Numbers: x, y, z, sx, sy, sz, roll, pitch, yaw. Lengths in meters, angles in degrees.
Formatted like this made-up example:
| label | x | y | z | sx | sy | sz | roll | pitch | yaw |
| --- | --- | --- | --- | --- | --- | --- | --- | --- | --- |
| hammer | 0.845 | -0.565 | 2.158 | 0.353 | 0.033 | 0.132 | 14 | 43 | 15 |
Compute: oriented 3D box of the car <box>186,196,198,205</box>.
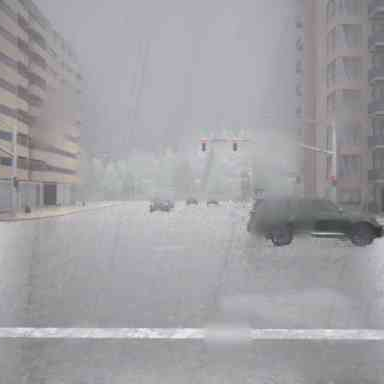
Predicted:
| label | x | y | z | sx | sy | sz | roll | pitch | yaw |
| --- | --- | --- | --- | --- | --- | --- | --- | --- | --- |
| car | -0.024 | 1.526 | 60.009 | 1.812 | 1.442 | 4.674 | 0 | 0 | 0 |

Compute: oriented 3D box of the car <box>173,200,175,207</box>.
| label | x | y | z | sx | sy | sz | roll | pitch | yaw |
| --- | --- | --- | --- | --- | --- | --- | --- | --- | --- |
| car | -3.606 | 1.505 | 48.061 | 1.837 | 1.490 | 4.892 | 0 | 0 | 0 |

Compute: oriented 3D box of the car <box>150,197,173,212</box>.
| label | x | y | z | sx | sy | sz | roll | pitch | yaw |
| --- | --- | --- | --- | --- | --- | --- | --- | --- | --- |
| car | -3.614 | 1.352 | 38.279 | 2.097 | 1.767 | 4.553 | 0 | 0 | 0 |

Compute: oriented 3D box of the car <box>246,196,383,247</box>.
| label | x | y | z | sx | sy | sz | roll | pitch | yaw |
| --- | --- | --- | --- | --- | --- | --- | --- | --- | --- |
| car | 5.197 | 1.221 | 14.578 | 5.566 | 2.045 | 2.150 | 0 | 0 | 1 |

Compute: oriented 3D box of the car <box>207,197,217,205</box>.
| label | x | y | z | sx | sy | sz | roll | pitch | yaw |
| --- | --- | --- | --- | --- | --- | --- | --- | --- | --- |
| car | 3.720 | 1.547 | 60.779 | 2.033 | 1.411 | 5.357 | 0 | 0 | 4 |
